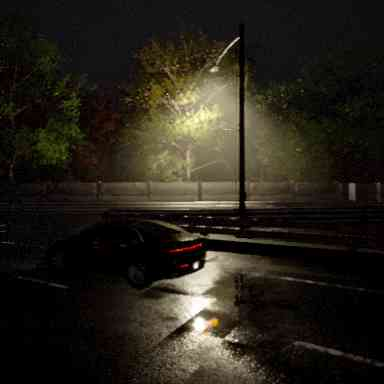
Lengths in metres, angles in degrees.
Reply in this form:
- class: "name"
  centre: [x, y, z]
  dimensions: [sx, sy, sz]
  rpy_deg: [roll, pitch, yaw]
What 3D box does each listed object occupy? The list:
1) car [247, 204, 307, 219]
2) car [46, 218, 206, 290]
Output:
- class: "car"
  centre: [5.385, 1.517, 21.801]
  dimensions: [4.181, 1.385, 1.994]
  rpy_deg: [-1, 0, -6]
- class: "car"
  centre: [-1.967, 1.493, 9.127]
  dimensions: [4.892, 1.490, 1.837]
  rpy_deg: [0, 0, 32]
